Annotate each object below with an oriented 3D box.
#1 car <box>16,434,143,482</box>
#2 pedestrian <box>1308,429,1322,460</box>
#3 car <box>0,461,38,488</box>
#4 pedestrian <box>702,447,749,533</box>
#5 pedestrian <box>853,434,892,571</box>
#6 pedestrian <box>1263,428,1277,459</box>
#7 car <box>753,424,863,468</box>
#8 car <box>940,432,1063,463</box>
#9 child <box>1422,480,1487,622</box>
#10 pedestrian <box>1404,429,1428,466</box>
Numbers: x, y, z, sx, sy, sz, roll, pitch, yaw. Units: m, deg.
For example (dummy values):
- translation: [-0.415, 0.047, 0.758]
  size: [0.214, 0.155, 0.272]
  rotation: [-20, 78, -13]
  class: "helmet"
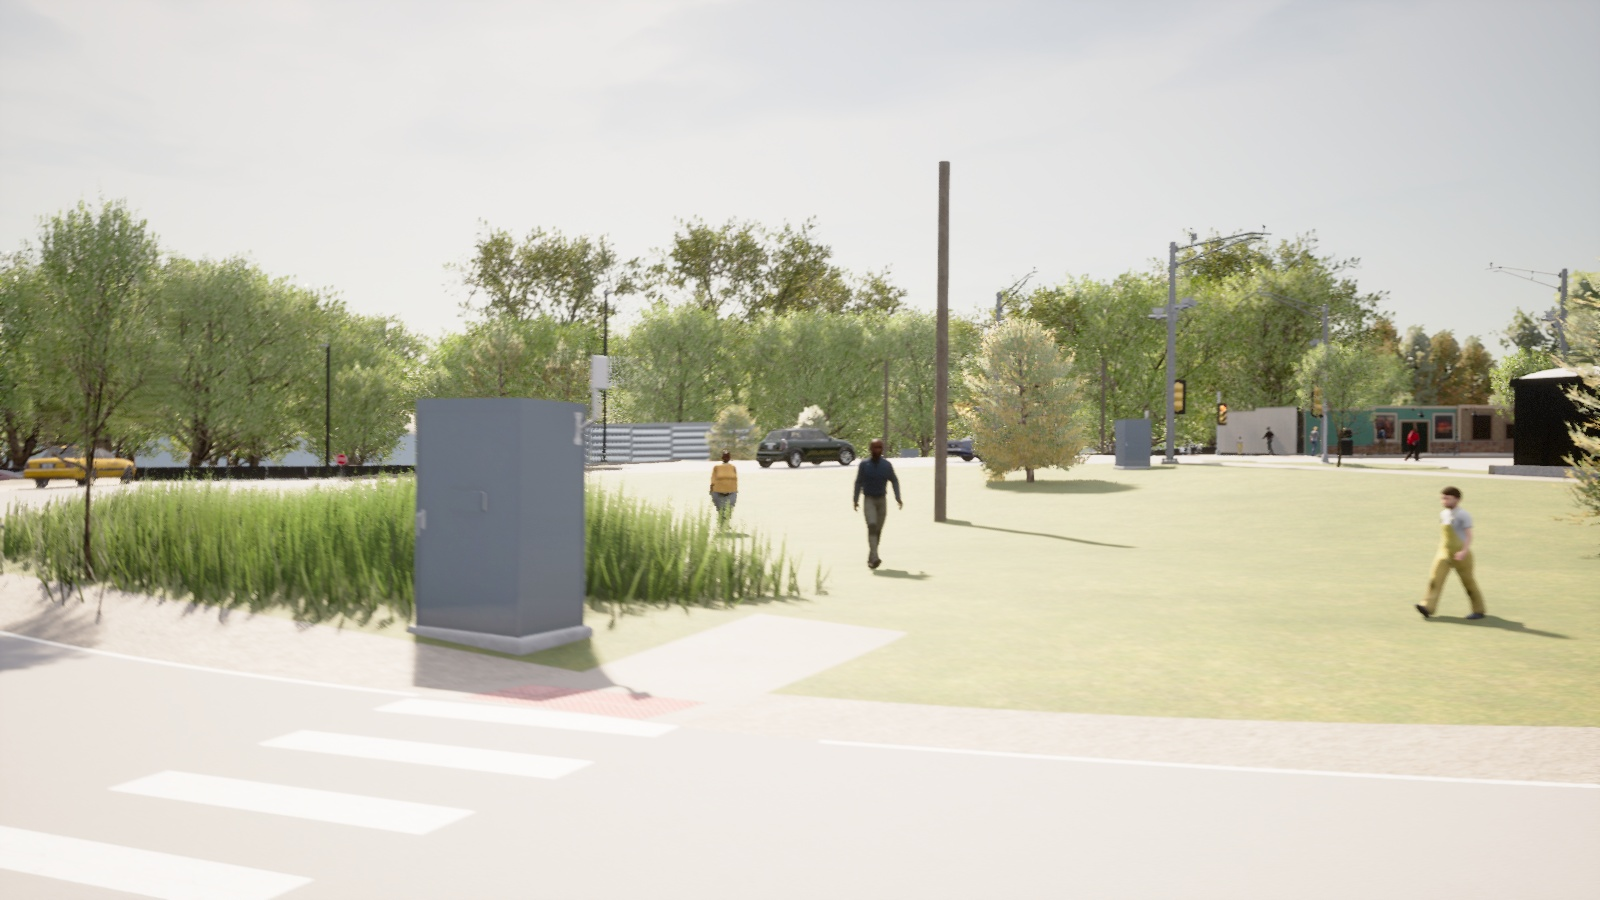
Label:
- translation: [-25.442, 0.267, 44.585]
  size: [1.801, 1.575, 5.366]
  rotation: [-1, 0, -5]
  class: "car"
- translation: [31.039, -0.335, 75.637]
  size: [0.706, 1.836, 0.354]
  rotation: [1, 1, -26]
  class: "pedestrian"
- translation: [-44.195, 1.343, 68.353]
  size: [4.181, 1.385, 1.994]
  rotation: [0, 1, -4]
  class: "car"
- translation: [-1.658, 0.881, 27.889]
  size: [0.874, 1.855, 0.900]
  rotation: [1, 1, -14]
  class: "pedestrian"
- translation: [0.991, 0.708, 17.237]
  size: [0.370, 1.835, 0.726]
  rotation: [1, 1, -7]
  class: "pedestrian"
- translation: [29.249, -0.394, 78.187]
  size: [0.402, 1.930, 0.666]
  rotation: [1, 1, -29]
  class: "pedestrian"
- translation: [0.385, -0.197, 54.327]
  size: [4.553, 1.767, 2.097]
  rotation: [-2, 2, -43]
  class: "car"
- translation: [9.414, -0.124, 58.552]
  size: [5.357, 1.411, 2.033]
  rotation: [0, 1, -21]
  class: "car"
- translation: [5.964, 0.911, 11.446]
  size: [0.437, 1.263, 0.270]
  rotation: [1, 1, -16]
  class: "child"
- translation: [31.702, -0.129, 64.659]
  size: [0.634, 1.844, 0.899]
  rotation: [1, 1, -20]
  class: "pedestrian"
